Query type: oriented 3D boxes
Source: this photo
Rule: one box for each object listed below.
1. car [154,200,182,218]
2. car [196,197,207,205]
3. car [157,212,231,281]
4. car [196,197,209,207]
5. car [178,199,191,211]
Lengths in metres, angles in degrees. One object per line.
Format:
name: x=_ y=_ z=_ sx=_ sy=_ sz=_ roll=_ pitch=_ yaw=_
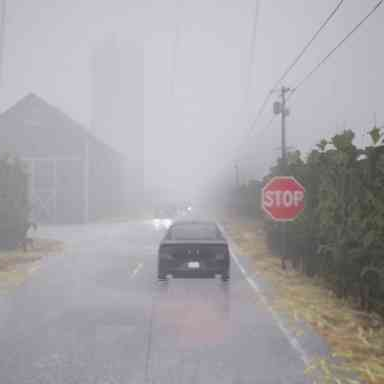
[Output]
car: x=-2.746 y=1.885 z=35.328 sx=2.128 sy=1.511 sz=4.902 roll=0 pitch=0 yaw=5
car: x=2.139 y=2.047 z=77.286 sx=2.097 sy=1.767 sz=4.553 roll=0 pitch=-1 yaw=-4
car: x=0.056 y=1.594 z=10.309 sx=1.882 sy=1.535 sz=5.008 roll=0 pitch=-1 yaw=0
car: x=2.390 y=2.240 z=67.177 sx=2.128 sy=1.511 sz=4.902 roll=0 pitch=-1 yaw=-1
car: x=-1.814 y=1.903 z=49.418 sx=2.097 sy=1.767 sz=4.553 roll=0 pitch=-1 yaw=4
